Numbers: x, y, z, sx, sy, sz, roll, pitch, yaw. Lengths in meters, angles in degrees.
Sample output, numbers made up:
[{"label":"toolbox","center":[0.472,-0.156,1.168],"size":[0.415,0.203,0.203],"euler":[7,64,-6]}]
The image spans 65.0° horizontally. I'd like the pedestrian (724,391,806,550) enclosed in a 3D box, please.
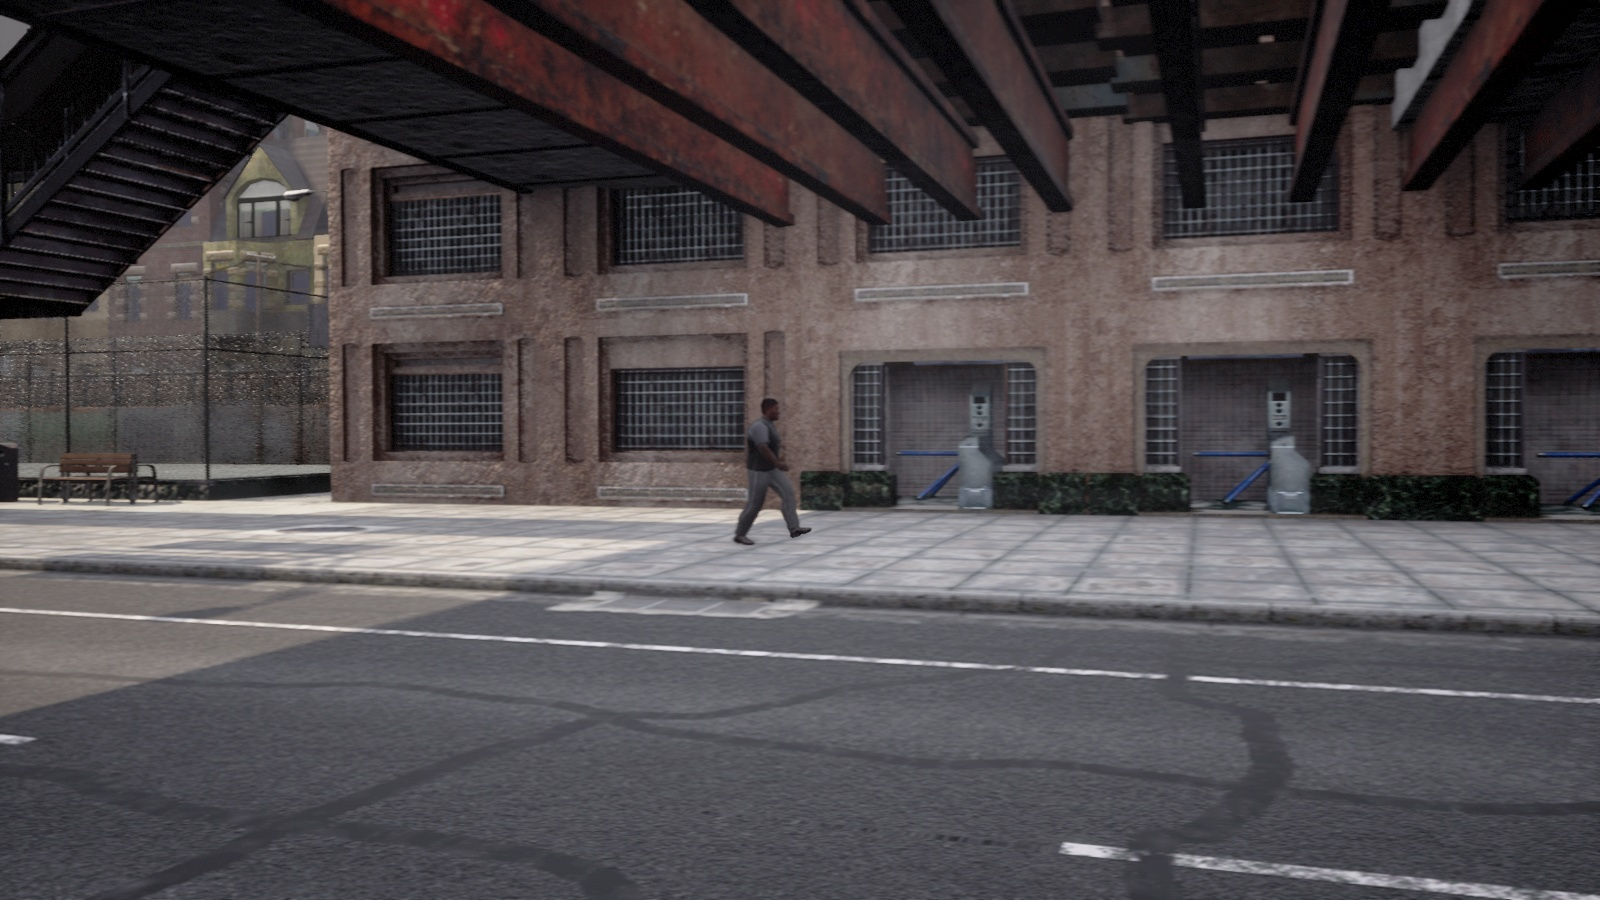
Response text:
[{"label":"pedestrian","center":[-0.429,0.237,15.358],"size":[0.849,1.883,0.563],"euler":[1,1,21]}]
